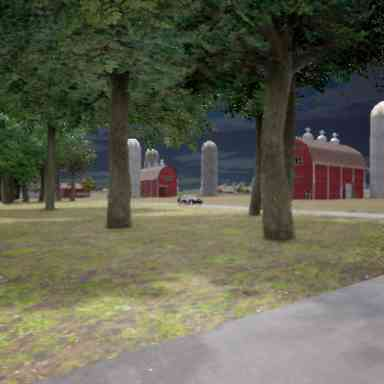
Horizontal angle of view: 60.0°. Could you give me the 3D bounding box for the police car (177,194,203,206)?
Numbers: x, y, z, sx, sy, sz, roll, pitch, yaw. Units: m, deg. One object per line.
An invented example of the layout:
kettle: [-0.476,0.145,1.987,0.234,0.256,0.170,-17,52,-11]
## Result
police car: [-0.235,1.183,50.647,1.930,1.638,5.238,1,-1,-35]
